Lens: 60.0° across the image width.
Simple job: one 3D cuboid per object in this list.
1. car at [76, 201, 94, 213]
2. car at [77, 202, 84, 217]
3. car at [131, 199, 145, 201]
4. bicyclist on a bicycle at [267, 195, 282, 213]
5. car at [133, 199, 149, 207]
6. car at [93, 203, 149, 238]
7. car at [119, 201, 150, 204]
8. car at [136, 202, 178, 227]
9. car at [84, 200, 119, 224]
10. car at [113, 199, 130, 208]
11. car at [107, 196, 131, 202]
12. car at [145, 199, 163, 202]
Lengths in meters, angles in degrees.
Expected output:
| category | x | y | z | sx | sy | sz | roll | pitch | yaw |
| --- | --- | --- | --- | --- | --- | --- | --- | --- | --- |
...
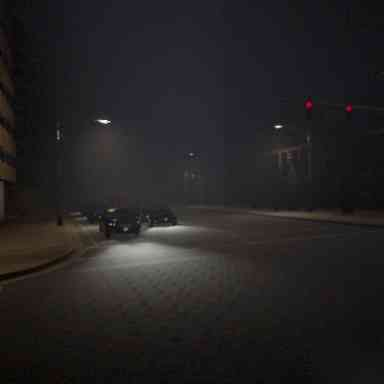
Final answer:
| category | x | y | z | sx | sy | sz | roll | pitch | yaw |
| --- | --- | --- | --- | --- | --- | --- | --- | --- | --- |
| car | -15.004 | 2.038 | 46.531 | 1.994 | 1.385 | 4.181 | -2 | 0 | -21 |
| car | -11.384 | 1.918 | 37.299 | 2.033 | 1.411 | 5.357 | -2 | 0 | -22 |
| car | -9.166 | 1.802 | 51.086 | 2.128 | 1.511 | 4.902 | -2 | 0 | -21 |
| bicyclist on a bicycle | 7.700 | 1.131 | 31.134 | 1.656 | 1.620 | 0.582 | -2 | 0 | -22 |
| car | -9.388 | 1.919 | 61.004 | 1.895 | 1.301 | 4.718 | -2 | 0 | -22 |
| car | -4.250 | 1.657 | 19.254 | 2.128 | 1.511 | 4.902 | -2 | 0 | -21 |
| car | -5.723 | 1.811 | 32.512 | 1.895 | 1.301 | 4.718 | -2 | 0 | -22 |
| car | -2.497 | 1.681 | 24.369 | 1.994 | 1.385 | 4.181 | -2 | 0 | -22 |
| car | -7.734 | 1.744 | 28.083 | 1.882 | 1.535 | 5.008 | -2 | 0 | -22 |
| car | -12.710 | 1.959 | 59.886 | 2.033 | 1.411 | 5.357 | -2 | 0 | -22 |
| car | -9.732 | 1.543 | 42.636 | 2.150 | 2.045 | 5.566 | -2 | 0 | -22 |
| car | -5.789 | 1.762 | 52.056 | 2.033 | 1.411 | 5.357 | -2 | 0 | -21 |
